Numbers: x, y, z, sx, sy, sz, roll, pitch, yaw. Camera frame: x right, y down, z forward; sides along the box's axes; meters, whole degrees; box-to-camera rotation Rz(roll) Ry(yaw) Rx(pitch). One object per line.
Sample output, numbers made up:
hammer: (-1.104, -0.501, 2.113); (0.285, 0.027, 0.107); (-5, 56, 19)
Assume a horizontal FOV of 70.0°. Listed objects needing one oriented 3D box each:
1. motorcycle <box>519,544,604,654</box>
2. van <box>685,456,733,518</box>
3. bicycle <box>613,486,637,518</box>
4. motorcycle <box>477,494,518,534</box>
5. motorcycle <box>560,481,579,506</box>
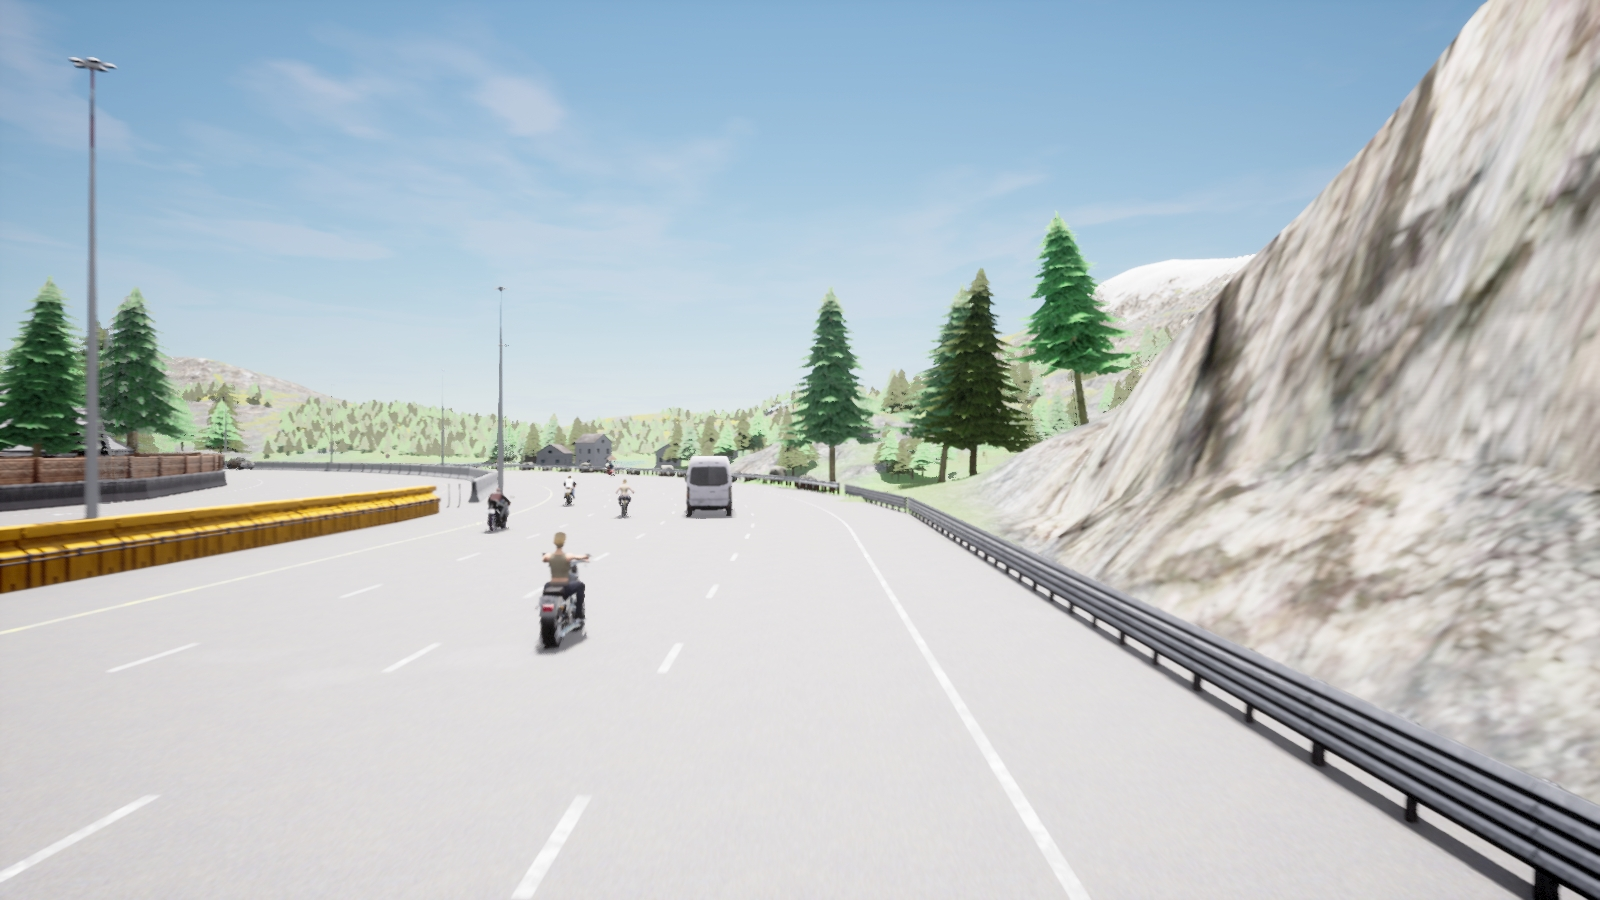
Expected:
motorcycle: (-3.495, 2.150, 16.946); (0.764, 1.325, 2.356); (0, 0, 0)
van: (-4.000, 1.548, 50.680); (1.988, 2.561, 5.915); (0, 0, -4)
bicycle: (-7.318, 2.162, 47.745); (0.859, 1.295, 1.487); (0, 0, -4)
motorcycle: (-10.537, 2.216, 39.851); (0.867, 1.251, 2.209); (0, 0, -1)
motorcycle: (-11.705, 2.193, 58.070); (0.803, 1.217, 2.033); (0, 0, -7)
